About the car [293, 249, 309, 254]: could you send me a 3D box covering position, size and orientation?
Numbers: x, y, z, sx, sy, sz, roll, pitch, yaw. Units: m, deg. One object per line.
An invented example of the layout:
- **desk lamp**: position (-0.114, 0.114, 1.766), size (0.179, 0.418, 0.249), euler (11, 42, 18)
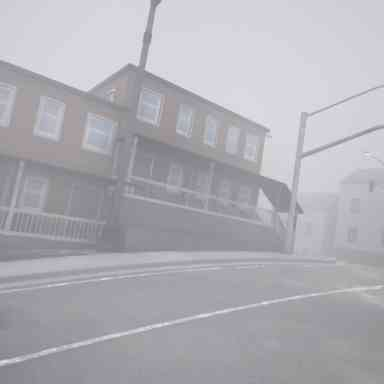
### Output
- **car**: position (8.839, 5.849, 30.367), size (2.128, 1.511, 4.902), euler (13, -16, -34)
